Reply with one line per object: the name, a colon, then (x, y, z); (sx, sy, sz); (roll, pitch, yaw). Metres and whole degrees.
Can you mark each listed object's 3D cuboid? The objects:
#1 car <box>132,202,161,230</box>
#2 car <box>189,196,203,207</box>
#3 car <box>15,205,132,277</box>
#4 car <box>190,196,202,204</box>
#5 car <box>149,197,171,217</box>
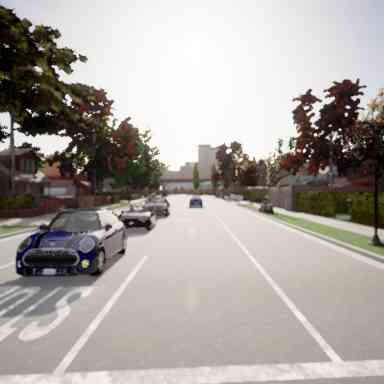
car: (-3.293, 1.509, 20.261); (1.994, 1.385, 4.181); (0, 0, 1)
car: (0.584, 1.323, 47.331); (1.882, 1.535, 5.008); (0, 0, 1)
car: (-3.429, 1.329, 10.290); (2.097, 1.767, 4.553); (0, 0, 1)
car: (0.699, 1.367, 57.459); (1.994, 1.385, 4.181); (0, 0, 1)
car: (-3.108, 1.264, 30.337); (2.097, 1.767, 4.553); (0, 0, 1)
